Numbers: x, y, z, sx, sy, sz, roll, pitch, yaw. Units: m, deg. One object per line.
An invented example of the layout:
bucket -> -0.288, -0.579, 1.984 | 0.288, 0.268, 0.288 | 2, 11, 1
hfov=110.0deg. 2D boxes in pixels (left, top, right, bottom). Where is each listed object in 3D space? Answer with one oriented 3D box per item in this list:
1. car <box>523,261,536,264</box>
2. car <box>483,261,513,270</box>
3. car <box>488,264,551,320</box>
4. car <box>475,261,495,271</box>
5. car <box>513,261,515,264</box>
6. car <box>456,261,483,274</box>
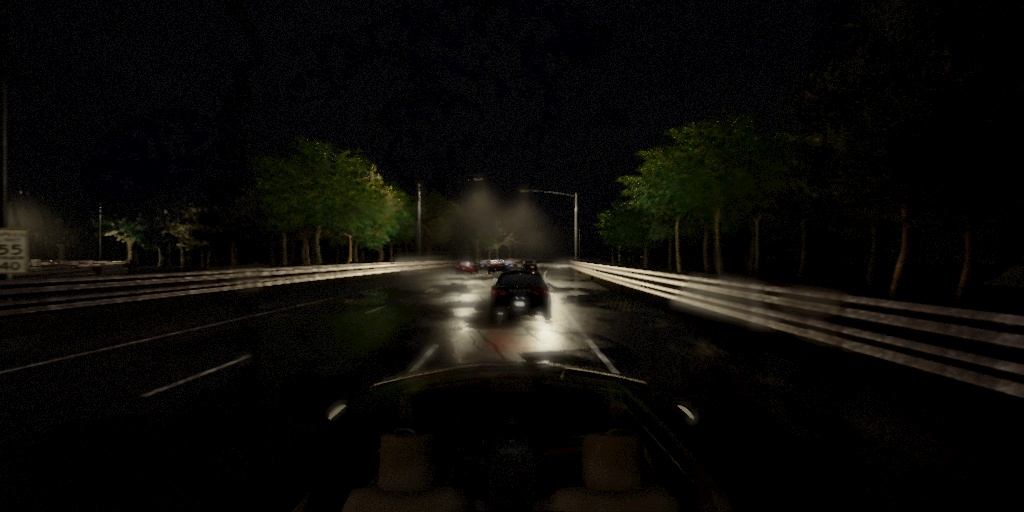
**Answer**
car -> 2.051, 1.298, 41.252 | 1.837, 1.490, 4.892 | 0, 0, 6
car -> -1.524, 1.277, 40.752 | 2.128, 1.511, 4.902 | 0, 0, 6
car -> 0.309, 1.229, 12.728 | 1.882, 1.535, 5.008 | 0, 0, 2
car -> -3.819, 1.380, 51.579 | 1.994, 1.385, 4.181 | 0, 0, 8
car -> -0.348, 1.366, 51.176 | 2.033, 1.411, 5.357 | 0, 0, 8
car -> -5.015, 1.346, 41.009 | 1.994, 1.385, 4.181 | 0, 0, 6
